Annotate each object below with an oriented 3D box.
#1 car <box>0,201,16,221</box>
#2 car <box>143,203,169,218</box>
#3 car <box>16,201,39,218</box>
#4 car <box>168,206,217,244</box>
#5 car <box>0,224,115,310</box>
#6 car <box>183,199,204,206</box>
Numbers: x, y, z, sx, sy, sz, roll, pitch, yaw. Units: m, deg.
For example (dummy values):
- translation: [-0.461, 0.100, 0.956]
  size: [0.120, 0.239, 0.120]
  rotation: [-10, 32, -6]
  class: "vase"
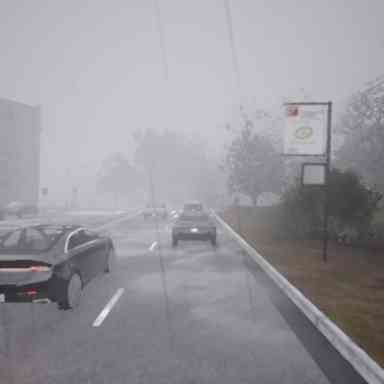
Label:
- translation: [-15.562, 1.498, 24.661]
  size: [2.163, 1.488, 4.792]
  rotation: [0, 0, 0]
  class: "car"
- translation: [-3.136, 1.610, 29.682]
  size: [1.895, 1.301, 4.718]
  rotation: [0, 0, 0]
  class: "car"
- translation: [-15.591, 1.512, 30.157]
  size: [2.002, 1.452, 4.674]
  rotation: [-2, 0, 0]
  class: "car"
- translation: [0.103, 1.568, 15.940]
  size: [1.994, 1.385, 4.181]
  rotation: [0, 0, 0]
  class: "car"
- translation: [-3.149, 1.494, 7.774]
  size: [2.128, 1.511, 4.902]
  rotation: [0, 0, 0]
  class: "car"
- translation: [0.162, 1.487, 33.048]
  size: [1.882, 1.535, 5.008]
  rotation: [0, 0, 1]
  class: "car"
